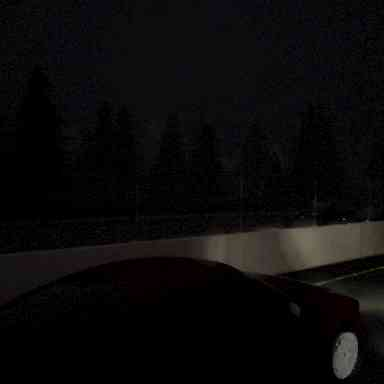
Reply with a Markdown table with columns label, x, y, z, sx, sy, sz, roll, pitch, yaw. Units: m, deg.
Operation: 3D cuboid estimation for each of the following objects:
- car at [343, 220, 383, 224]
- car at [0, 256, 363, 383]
| label | x | y | z | sx | sy | sz | roll | pitch | yaw |
| --- | --- | --- | --- | --- | --- | --- | --- | --- | --- |
| car | 10.854 | 1.541 | 19.526 | 4.674 | 1.442 | 1.812 | 0 | 0 | -30 |
| car | -0.044 | 1.487 | 3.714 | 5.008 | 1.535 | 1.882 | 0 | 0 | -35 |
